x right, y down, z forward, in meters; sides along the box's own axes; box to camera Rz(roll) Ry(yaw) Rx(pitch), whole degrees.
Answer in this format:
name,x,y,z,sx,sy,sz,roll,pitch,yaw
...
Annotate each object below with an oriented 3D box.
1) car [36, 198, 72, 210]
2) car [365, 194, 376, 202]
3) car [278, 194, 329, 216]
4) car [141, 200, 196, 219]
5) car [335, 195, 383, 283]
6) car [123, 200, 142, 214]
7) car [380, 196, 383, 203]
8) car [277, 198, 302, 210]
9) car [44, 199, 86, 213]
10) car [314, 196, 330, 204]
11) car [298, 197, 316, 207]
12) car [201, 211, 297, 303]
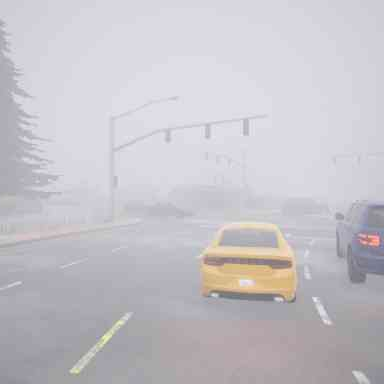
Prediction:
name,x,y,z,sx,sy,sz,roll,pitch,yaw
car,-18.092,1.533,43.522,5.008,1.535,1.882,0,0,32
car,42.761,1.355,79.727,2.097,1.767,4.553,0,0,31
car,11.177,1.396,32.723,4.553,1.767,2.097,0,0,-20
car,-1.862,1.573,29.315,4.674,1.442,1.812,-1,0,32
car,5.446,1.221,9.425,2.150,2.045,5.566,0,0,19
car,-5.245,1.581,35.550,4.674,1.442,1.812,0,0,32
car,40.442,1.540,69.221,2.033,1.411,5.357,0,0,31
car,13.304,1.547,45.136,2.033,1.411,5.357,0,0,31
car,-13.776,1.548,36.717,4.902,1.511,2.128,0,0,32
car,25.269,1.493,64.526,2.128,1.511,4.902,0,0,31
car,18.654,1.526,53.873,1.812,1.442,4.674,0,0,32
car,1.483,1.478,8.390,1.882,1.535,5.008,0,0,12
